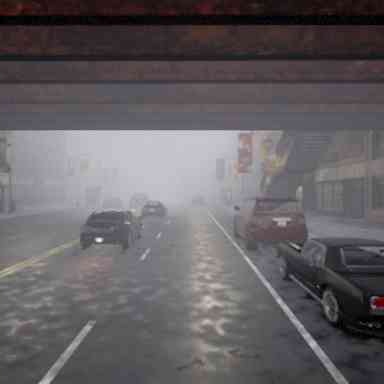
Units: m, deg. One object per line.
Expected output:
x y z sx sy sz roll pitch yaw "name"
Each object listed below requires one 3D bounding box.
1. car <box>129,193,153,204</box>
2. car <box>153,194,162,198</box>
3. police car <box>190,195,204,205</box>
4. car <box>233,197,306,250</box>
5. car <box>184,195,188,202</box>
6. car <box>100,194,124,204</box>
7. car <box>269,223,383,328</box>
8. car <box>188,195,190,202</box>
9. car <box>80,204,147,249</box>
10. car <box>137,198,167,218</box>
-7.104 1.137 45.288 2.150 2.045 5.566 0 0 0 "car"
-10.961 1.170 89.384 2.128 1.511 4.902 0 0 -43 "car"
0.999 1.323 54.509 1.930 1.638 5.238 0 0 0 "police car"
3.133 1.202 14.350 2.435 2.045 5.566 0 0 -1 "car"
-0.406 1.391 71.870 1.812 1.442 4.674 0 0 -15 "car"
-10.602 1.419 44.370 1.837 1.490 4.892 0 0 0 "car"
3.199 1.583 6.955 1.895 1.301 4.718 0 0 -1 "car"
0.787 1.334 65.130 1.801 1.575 5.366 0 0 -5 "car"
-3.345 1.476 14.431 1.837 1.490 4.892 0 0 0 "car"
-3.382 1.507 30.033 1.994 1.385 4.181 0 0 0 "car"
